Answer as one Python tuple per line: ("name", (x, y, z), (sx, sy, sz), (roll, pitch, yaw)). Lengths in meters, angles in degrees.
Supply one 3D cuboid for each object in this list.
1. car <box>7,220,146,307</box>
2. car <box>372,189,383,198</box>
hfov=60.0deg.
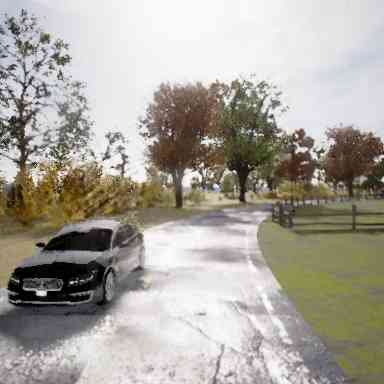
("car", (-2.417, 1.505, 8.184), (1.837, 1.490, 4.892), (0, 0, 5))
("car", (45.039, 0.393, 78.319), (5.566, 2.045, 2.150), (-1, 1, -27))
